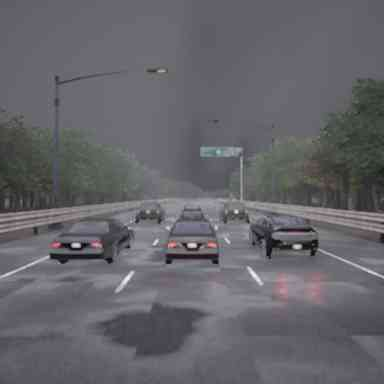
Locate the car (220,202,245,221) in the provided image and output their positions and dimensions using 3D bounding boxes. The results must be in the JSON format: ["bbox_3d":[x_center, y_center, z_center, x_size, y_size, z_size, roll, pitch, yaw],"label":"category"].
[{"bbox_3d":[3.536,1.658,28.418,2.097,1.767,4.553,0,-1,0],"label":"car"}]

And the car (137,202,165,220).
[{"bbox_3d":[-3.463,1.658,28.425,2.097,1.767,4.553,0,-1,0],"label":"car"}]

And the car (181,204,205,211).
[{"bbox_3d":[0.037,1.801,28.505,2.128,1.511,4.902,0,-1,0],"label":"car"}]

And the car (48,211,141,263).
[{"bbox_3d":[-3.484,1.680,12.524,2.033,1.411,5.357,0,-1,0],"label":"car"}]

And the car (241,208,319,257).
[{"bbox_3d":[3.527,1.635,13.503,2.128,1.511,4.902,0,0,0],"label":"car"}]

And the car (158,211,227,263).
[{"bbox_3d":[0.016,1.680,12.521,2.033,1.411,5.357,0,-1,0],"label":"car"}]
